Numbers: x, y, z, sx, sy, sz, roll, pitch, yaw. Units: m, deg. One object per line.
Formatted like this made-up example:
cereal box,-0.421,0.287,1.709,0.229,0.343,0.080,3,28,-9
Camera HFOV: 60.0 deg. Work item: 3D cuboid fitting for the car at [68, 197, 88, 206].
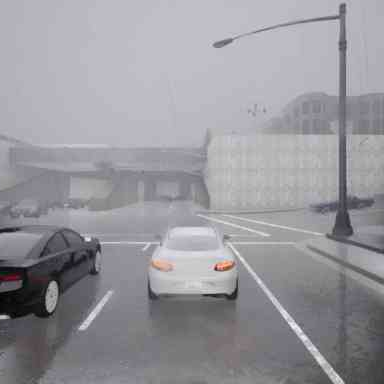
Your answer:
car,-19.099,1.601,55.772,1.895,1.301,4.718,0,0,-2

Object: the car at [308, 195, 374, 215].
car,12.034,1.012,27.133,4.718,1.301,1.895,-6,0,-1

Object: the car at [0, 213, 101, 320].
car,-3.480,1.478,7.467,1.882,1.535,5.008,0,0,0

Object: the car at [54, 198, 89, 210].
car,-15.148,1.491,42.184,2.128,1.511,4.902,0,0,-2

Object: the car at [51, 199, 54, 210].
car,-18.716,1.601,44.003,1.895,1.301,4.718,0,0,-2

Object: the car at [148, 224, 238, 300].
car,0.013,1.526,8.268,1.812,1.442,4.674,0,0,0

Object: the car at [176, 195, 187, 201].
car,-2.916,1.552,83.875,1.994,1.385,4.181,0,0,27

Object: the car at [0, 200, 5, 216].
car,-17.958,1.493,31.725,2.128,1.511,4.902,0,0,-6

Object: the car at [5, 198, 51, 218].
car,-13.871,1.351,28.428,2.097,1.767,4.553,0,0,-12

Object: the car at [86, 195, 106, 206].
car,-15.542,1.352,53.956,2.097,1.767,4.553,0,0,-2

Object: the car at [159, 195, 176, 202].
car,-5.394,1.553,74.350,1.994,1.385,4.181,0,0,5
